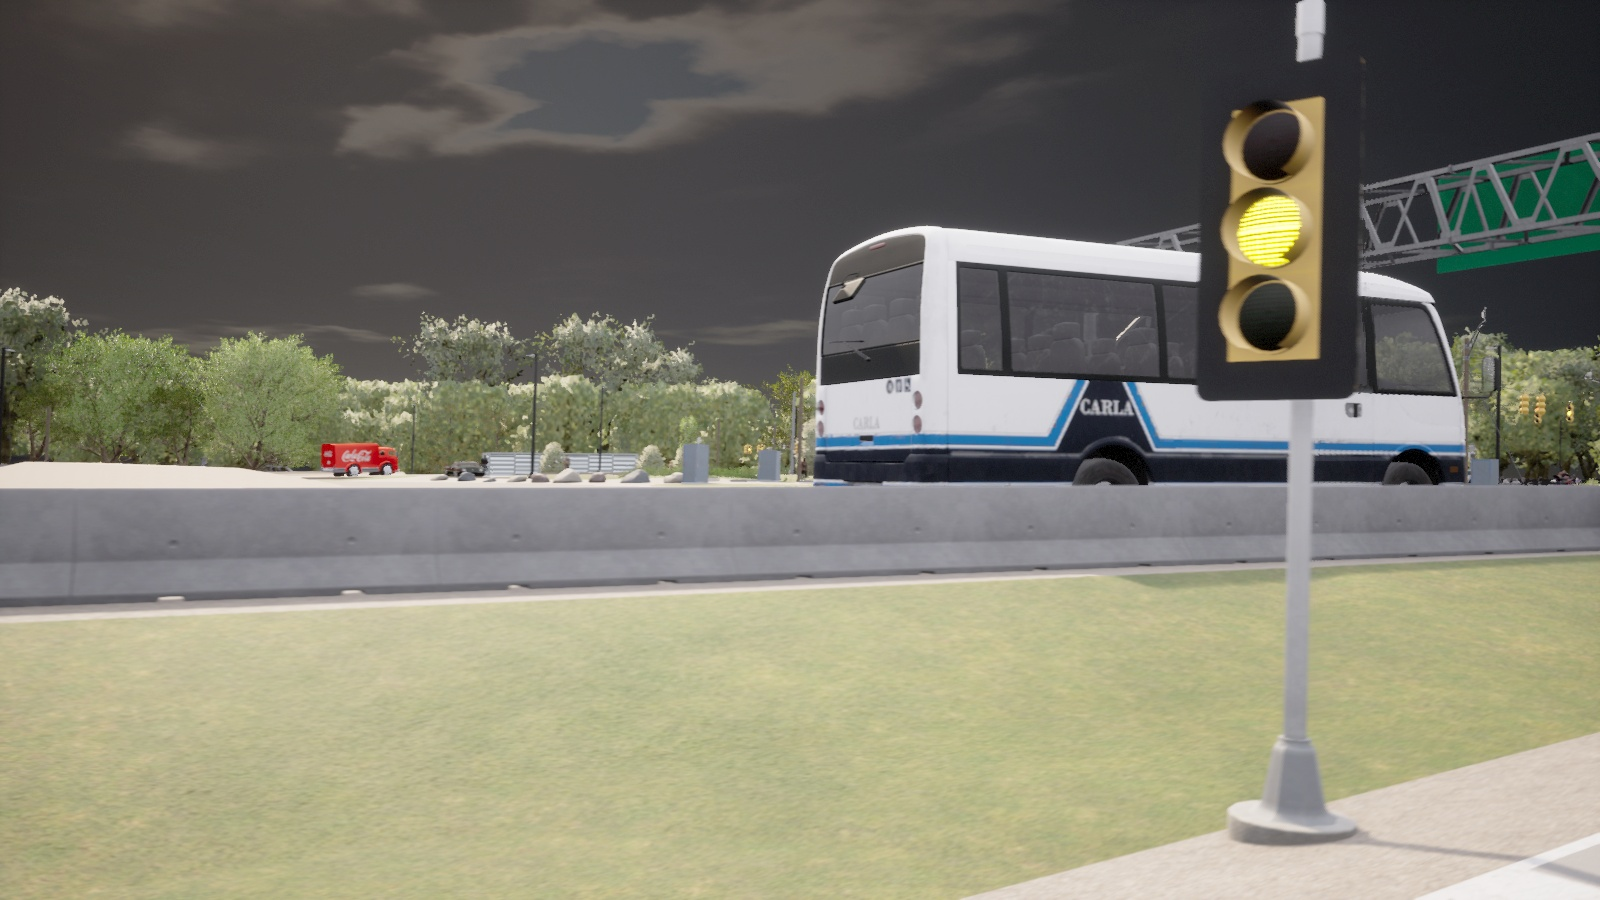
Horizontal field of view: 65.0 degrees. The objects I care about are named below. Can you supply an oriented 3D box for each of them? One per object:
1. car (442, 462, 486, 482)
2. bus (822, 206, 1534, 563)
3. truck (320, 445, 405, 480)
[{"bbox_3d":[-23.977,1.553,89.513,1.895,1.301,4.718,2,-1,-30],"label":"car"},{"bbox_3d":[5.818,-0.727,18.924,10.273,4.253,3.944,1,-1,-25],"label":"bus"},{"bbox_3d":[-32.123,0.892,92.281,2.627,2.467,5.204,0,1,44],"label":"truck"}]
